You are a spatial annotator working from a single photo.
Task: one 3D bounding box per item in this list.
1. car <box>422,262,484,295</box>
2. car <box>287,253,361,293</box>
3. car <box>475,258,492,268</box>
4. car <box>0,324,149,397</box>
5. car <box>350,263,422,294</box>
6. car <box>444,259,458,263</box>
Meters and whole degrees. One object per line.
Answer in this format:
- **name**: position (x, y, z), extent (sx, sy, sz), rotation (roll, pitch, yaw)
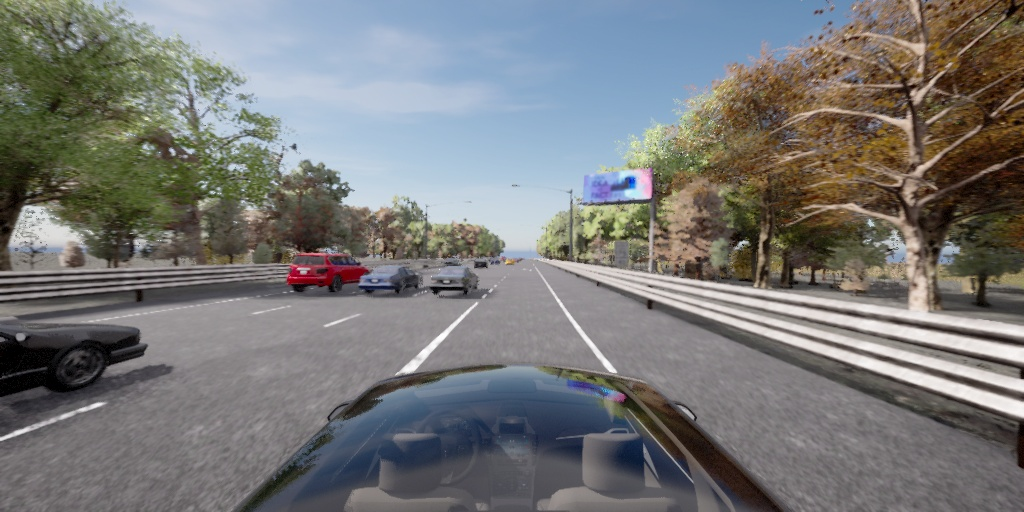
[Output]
- **car**: position (-3.012, 1.269, 19.571), extent (2.033, 1.411, 5.357), rotation (0, 0, 3)
- **car**: position (-9.998, 0.885, 20.072), extent (2.150, 2.045, 5.566), rotation (0, 0, 3)
- **car**: position (-4.840, 1.179, 57.485), extent (1.882, 1.535, 5.008), rotation (0, 0, 3)
- **car**: position (-7.228, 1.239, 3.606), extent (2.033, 1.411, 5.357), rotation (0, 0, 3)
- **car**: position (-6.511, 1.240, 19.788), extent (2.033, 1.411, 5.357), rotation (0, 0, 3)
- **car**: position (-8.601, 1.174, 51.661), extent (1.837, 1.490, 4.892), rotation (0, 0, 3)
